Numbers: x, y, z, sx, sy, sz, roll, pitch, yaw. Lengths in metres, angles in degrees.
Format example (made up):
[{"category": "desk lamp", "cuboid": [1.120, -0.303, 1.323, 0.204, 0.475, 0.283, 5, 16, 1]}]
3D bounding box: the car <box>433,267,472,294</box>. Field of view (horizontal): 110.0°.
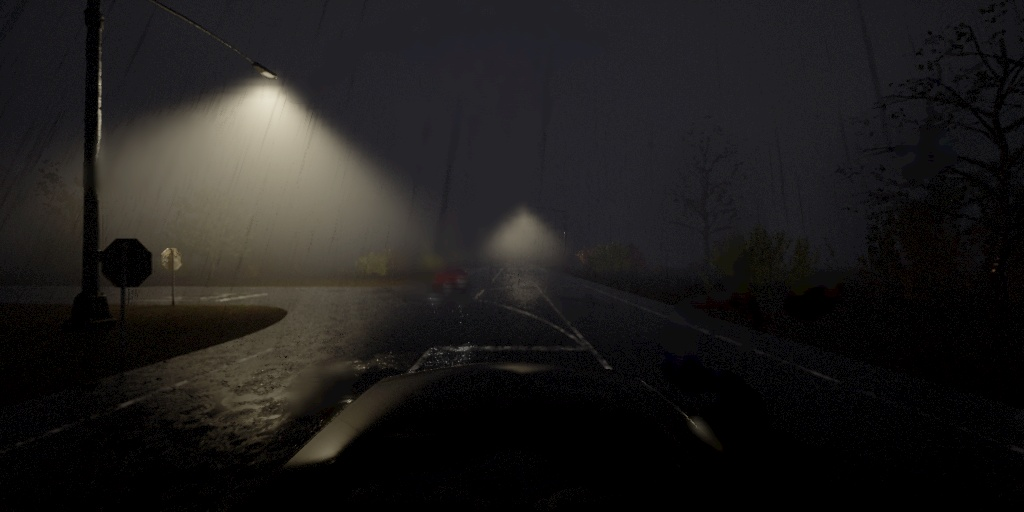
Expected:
[{"category": "car", "cuboid": [-3.479, 1.410, 21.679, 1.812, 1.442, 4.674, 0, -1, 0]}]
